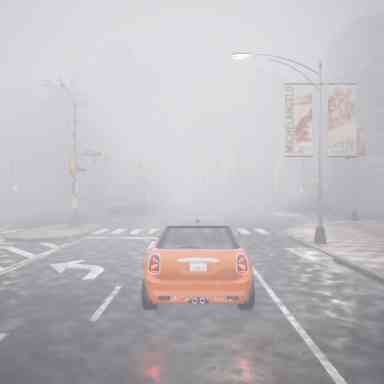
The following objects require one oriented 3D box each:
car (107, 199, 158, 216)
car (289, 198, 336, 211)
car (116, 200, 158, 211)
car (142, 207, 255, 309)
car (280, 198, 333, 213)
[{"bbox_3d":[-5.787,1.490,32.332,5.008,1.535,1.882,0,-1,-37],"label":"car"},{"bbox_3d":[14.358,1.507,39.877,4.902,1.511,2.128,0,0,1],"label":"car"},{"bbox_3d":[-6.565,1.617,40.108,4.718,1.301,1.895,0,0,1],"label":"car"},{"bbox_3d":[0.118,1.355,8.014,2.097,1.767,4.553,0,0,0],"label":"car"},{"bbox_3d":[12.513,1.562,36.406,5.357,1.411,2.033,0,0,1],"label":"car"}]
